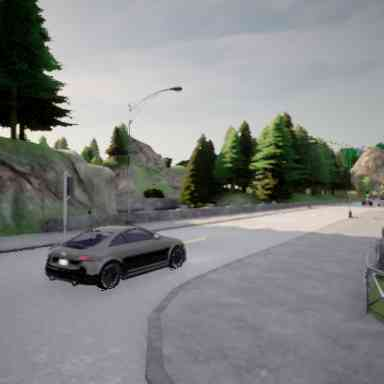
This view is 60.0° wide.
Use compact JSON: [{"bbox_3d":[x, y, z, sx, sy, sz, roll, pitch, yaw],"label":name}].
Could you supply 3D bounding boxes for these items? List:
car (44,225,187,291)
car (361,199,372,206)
[{"bbox_3d":[-1.927,1.631,9.443,1.994,1.385,4.181,0,-1,32],"label":"car"},{"bbox_3d":[37.790,2.264,71.867,1.837,1.490,4.892,0,-1,32],"label":"car"}]
